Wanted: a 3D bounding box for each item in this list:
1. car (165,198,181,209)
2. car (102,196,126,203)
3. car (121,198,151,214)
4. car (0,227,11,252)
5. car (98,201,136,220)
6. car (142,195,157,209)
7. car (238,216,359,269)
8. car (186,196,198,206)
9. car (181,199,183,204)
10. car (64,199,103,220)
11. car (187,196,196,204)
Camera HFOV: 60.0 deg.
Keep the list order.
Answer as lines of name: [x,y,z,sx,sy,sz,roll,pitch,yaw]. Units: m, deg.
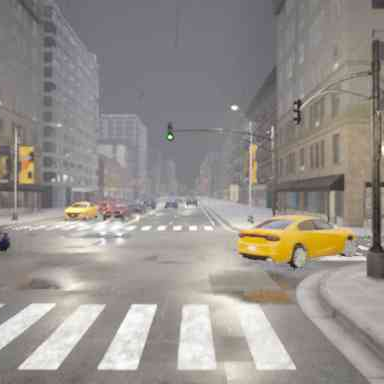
car: [-3.170,1.840,52.210,1.812,1.442,4.674,0,0,0]
car: [-9.823,1.465,39.930,2.150,2.045,5.566,0,0,0]
car: [-6.572,1.789,39.531,2.033,1.411,5.357,0,0,0]
car: [-9.044,1.640,13.134,4.181,1.385,1.994,0,-1,35]
car: [-6.602,1.785,29.886,1.895,1.301,4.718,0,0,0]
car: [-6.518,1.523,50.009,2.150,2.045,5.566,0,0,0]
car: [3.777,1.558,11.538,5.008,1.535,1.882,0,-3,-38]
car: [0.003,1.722,62.106,2.097,1.767,4.553,0,0,1]
car: [-3.279,2.019,79.012,1.994,1.385,4.181,0,0,0]
car: [-9.854,1.662,29.993,1.882,1.535,5.008,0,0,0]
car: [-0.028,1.823,79.313,2.097,1.767,4.553,0,0,0]
